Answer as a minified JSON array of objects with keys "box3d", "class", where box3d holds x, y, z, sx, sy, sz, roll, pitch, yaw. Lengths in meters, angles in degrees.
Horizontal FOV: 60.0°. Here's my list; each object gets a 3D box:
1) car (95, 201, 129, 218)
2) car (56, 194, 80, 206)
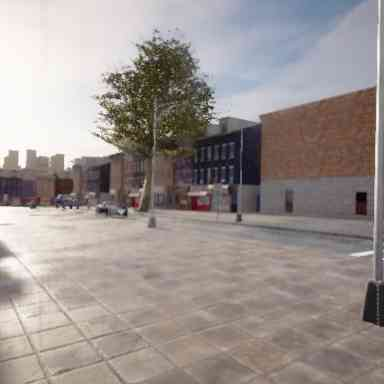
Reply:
[{"box3d":[-7.676,1.643,31.680,2.128,1.511,4.902,2,-2,-35],"class":"car"},{"box3d":[-16.818,1.250,44.841,2.150,2.045,5.566,2,-2,-35],"class":"car"}]
